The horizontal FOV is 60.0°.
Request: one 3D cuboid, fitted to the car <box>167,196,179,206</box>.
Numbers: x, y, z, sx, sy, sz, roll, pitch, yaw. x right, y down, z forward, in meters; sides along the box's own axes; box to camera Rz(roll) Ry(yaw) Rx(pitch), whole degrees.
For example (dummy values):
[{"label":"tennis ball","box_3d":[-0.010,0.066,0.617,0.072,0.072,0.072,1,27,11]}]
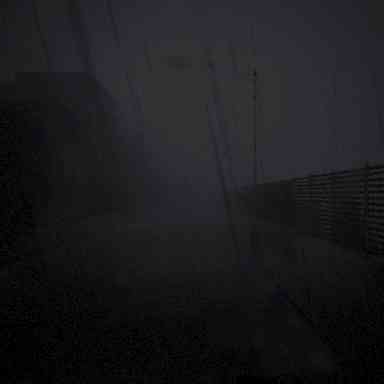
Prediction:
[{"label":"car","box_3d":[-4.005,1.897,70.961,2.150,2.045,5.566,0,-1,0]}]
